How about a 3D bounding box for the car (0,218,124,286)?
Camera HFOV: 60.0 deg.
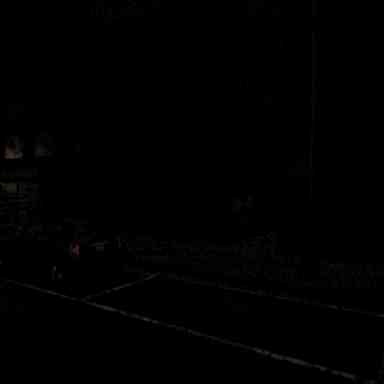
[{"bbox_3d":[-3.921,1.440,9.458,4.097,1.590,1.967,0,1,34],"label":"car"}]
